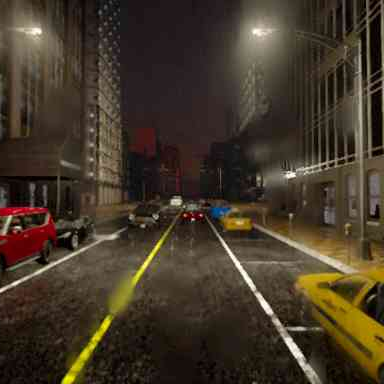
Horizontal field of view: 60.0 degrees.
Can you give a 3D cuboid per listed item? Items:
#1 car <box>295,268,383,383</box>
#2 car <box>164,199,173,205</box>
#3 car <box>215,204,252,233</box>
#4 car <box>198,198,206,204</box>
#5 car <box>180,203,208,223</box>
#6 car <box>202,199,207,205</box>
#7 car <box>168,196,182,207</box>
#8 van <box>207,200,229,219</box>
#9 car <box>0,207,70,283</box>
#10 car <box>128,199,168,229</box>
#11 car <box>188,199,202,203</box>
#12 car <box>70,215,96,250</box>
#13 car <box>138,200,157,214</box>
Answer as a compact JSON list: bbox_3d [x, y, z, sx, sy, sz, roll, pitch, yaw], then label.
[{"bbox_3d":[2.701,1.571,4.290,1.752,1.417,4.829,1,-1,0],"label":"car"},{"bbox_3d":[-5.745,2.400,81.159,1.947,1.339,4.313,1,-1,0],"label":"car"},{"bbox_3d":[2.687,1.741,21.021,1.752,1.417,4.829,1,-1,0],"label":"car"},{"bbox_3d":[2.631,2.419,86.831,1.752,1.417,4.829,1,-1,0],"label":"car"},{"bbox_3d":[0.077,1.891,28.290,1.895,1.301,4.718,0,-1,0],"label":"car"},{"bbox_3d":[2.653,2.196,59.889,1.802,1.307,4.206,1,-1,0],"label":"car"},{"bbox_3d":[-3.067,1.894,65.503,2.150,2.045,5.566,0,-1,0],"label":"car"},{"bbox_3d":[2.681,1.669,32.007,1.690,1.788,3.998,1,-1,0],"label":"van"},{"bbox_3d":[-5.647,1.414,9.577,2.192,1.841,5.009,1,-1,0],"label":"car"},{"bbox_3d":[-3.118,1.592,23.371,2.097,1.767,4.553,0,-1,0],"label":"car"},{"bbox_3d":[0.062,1.981,44.501,1.812,1.442,4.674,0,-1,0],"label":"car"},{"bbox_3d":[-5.656,1.722,15.150,1.947,1.339,4.313,1,-1,0],"label":"car"},{"bbox_3d":[-5.677,1.881,43.026,1.967,1.590,4.097,1,-1,0],"label":"car"}]
